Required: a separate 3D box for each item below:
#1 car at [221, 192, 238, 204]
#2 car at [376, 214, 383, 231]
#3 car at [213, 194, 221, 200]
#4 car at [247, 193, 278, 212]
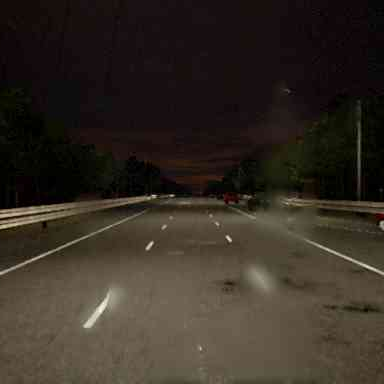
[{"bbox_3d":[7.010,1.066,60.053,2.150,2.045,5.566,0,0,0],"label":"car"},{"bbox_3d":[12.222,1.474,17.582,1.882,1.535,5.008,0,0,-17],"label":"car"},{"bbox_3d":[7.063,1.352,84.666,1.837,1.490,4.892,0,0,0],"label":"car"},{"bbox_3d":[7.839,1.133,37.259,2.150,2.045,5.566,0,0,-6],"label":"car"}]
